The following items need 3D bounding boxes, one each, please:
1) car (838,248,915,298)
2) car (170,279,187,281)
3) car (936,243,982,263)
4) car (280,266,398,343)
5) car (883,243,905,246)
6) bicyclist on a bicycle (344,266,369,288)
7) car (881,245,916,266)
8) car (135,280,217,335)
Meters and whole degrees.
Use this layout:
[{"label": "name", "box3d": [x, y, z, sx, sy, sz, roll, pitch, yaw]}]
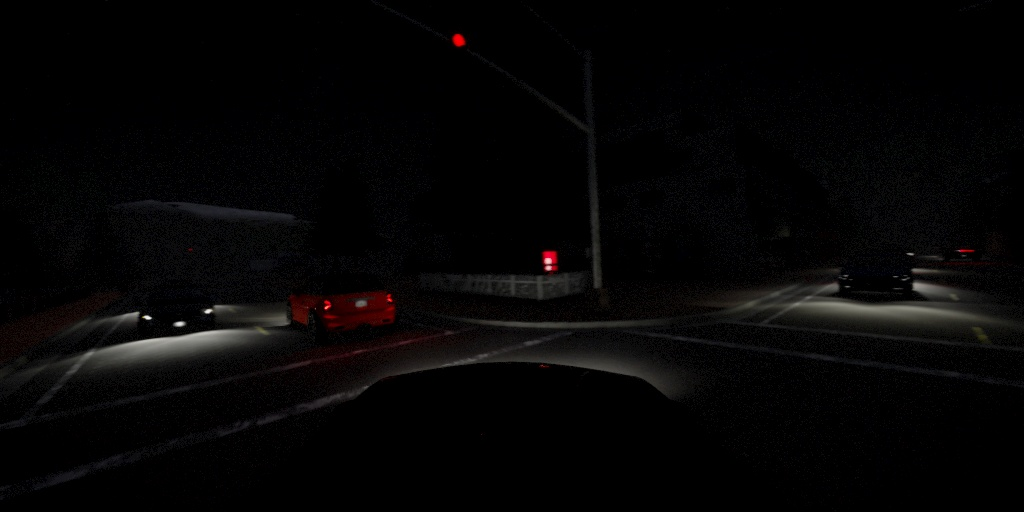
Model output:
[{"label": "car", "box3d": [14.268, 0.637, 14.047, 5.008, 1.535, 1.882, -2, 0, -42]}, {"label": "car", "box3d": [-18.954, 2.052, 20.230, 1.994, 1.385, 4.181, -2, 0, -43]}, {"label": "car", "box3d": [37.071, -0.282, 29.637, 4.902, 1.511, 2.128, -2, 0, -42]}, {"label": "car", "box3d": [-5.294, 1.310, 10.869, 2.097, 1.767, 4.553, -2, 0, -41]}, {"label": "car", "box3d": [28.628, -0.081, 26.862, 4.553, 1.767, 2.097, -2, 0, -41]}, {"label": "bicyclist on a bicycle", "box3d": [-8.705, 1.380, 20.261, 1.656, 1.620, 0.582, -3, 0, -44]}, {"label": "car", "box3d": [21.318, 0.360, 20.352, 4.902, 1.511, 2.128, -2, 0, -42]}, {"label": "car", "box3d": [-12.054, 1.772, 12.938, 2.033, 1.411, 5.357, -2, 0, -43]}]
